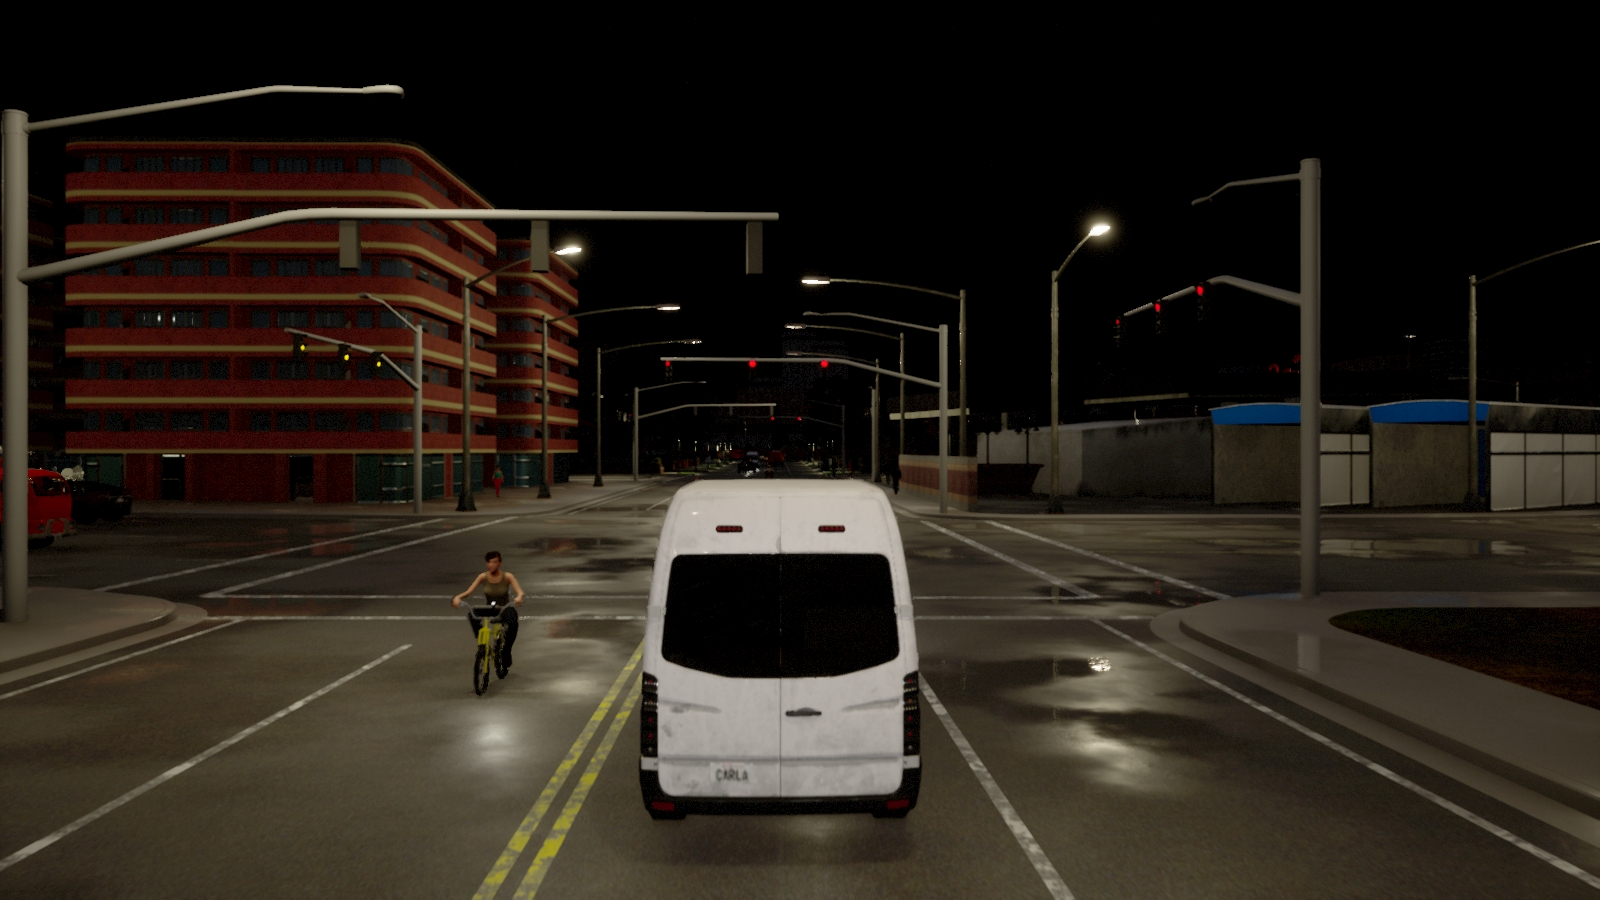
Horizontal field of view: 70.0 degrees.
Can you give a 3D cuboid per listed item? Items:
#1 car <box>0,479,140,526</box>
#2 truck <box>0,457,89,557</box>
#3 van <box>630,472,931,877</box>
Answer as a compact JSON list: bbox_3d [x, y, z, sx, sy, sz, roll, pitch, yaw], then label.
[{"bbox_3d":[-26.229,1.843,40.500,4.514,1.525,2.007,1,0,0],"label":"car"},{"bbox_3d":[-22.128,1.430,30.041,5.204,2.467,2.627,1,0,0],"label":"truck"},{"bbox_3d":[-0.202,1.535,10.505,1.988,2.561,5.915,0,0,-2],"label":"van"}]
